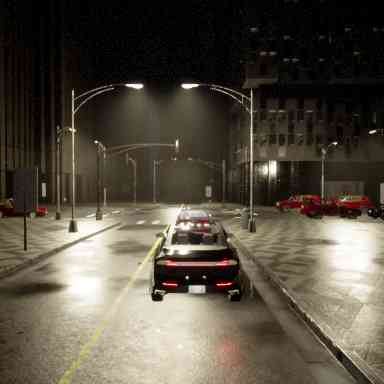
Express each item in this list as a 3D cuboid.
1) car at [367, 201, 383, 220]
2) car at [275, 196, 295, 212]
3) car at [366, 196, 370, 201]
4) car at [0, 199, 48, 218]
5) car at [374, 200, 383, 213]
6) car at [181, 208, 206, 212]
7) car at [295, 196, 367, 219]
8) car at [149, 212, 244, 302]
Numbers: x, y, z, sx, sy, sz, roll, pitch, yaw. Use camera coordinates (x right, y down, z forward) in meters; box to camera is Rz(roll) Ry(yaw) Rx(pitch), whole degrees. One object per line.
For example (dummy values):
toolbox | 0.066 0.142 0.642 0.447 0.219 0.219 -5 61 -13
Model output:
car | 17.717 1.742 29.204 4.313 1.339 1.947 0 1 0
car | 12.045 1.325 37.698 5.009 1.841 2.192 0 1 0
car | 17.688 1.353 37.725 5.009 1.841 2.192 0 1 0
car | -14.967 1.567 29.050 4.507 1.381 1.887 0 1 0
car | 23.329 1.634 37.754 4.313 1.339 1.947 0 1 0
car | 0.072 1.550 17.963 2.033 1.411 5.357 0 0 0
car | 12.074 1.463 29.174 5.009 1.841 2.192 0 1 0
car | 0.086 1.490 8.253 2.128 1.511 4.902 0 0 0
